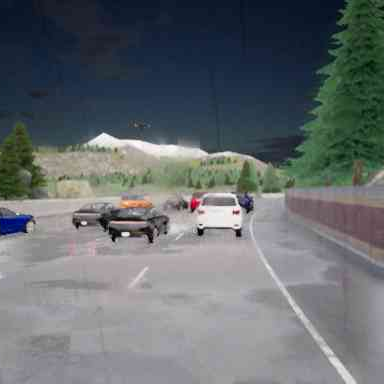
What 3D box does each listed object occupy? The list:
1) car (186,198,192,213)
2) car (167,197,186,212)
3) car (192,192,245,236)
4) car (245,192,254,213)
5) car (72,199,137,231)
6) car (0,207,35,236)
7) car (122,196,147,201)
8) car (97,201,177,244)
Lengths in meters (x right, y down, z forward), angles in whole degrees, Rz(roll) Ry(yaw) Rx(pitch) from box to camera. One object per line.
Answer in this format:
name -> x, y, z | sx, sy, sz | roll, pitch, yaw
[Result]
car -> 1.399, 1.014, 33.981 | 2.150, 2.045, 5.566 | 0, 0, 15
car -> -1.688, 1.309, 35.852 | 1.812, 1.442, 4.674 | 0, 0, 15
car -> 1.575, 1.111, 17.738 | 2.150, 2.045, 5.566 | 0, 0, 8
car -> 5.111, 1.013, 34.293 | 2.150, 2.045, 5.566 | 0, 0, 16
car -> -5.190, 1.370, 19.549 | 2.128, 1.511, 4.902 | 0, 0, 9
car -> -9.296, 1.379, 15.332 | 1.882, 1.535, 5.008 | 0, 0, 7
car -> -5.756, 1.145, 34.060 | 2.097, 1.767, 4.553 | 0, 1, 14
car -> -2.265, 1.398, 15.267 | 2.128, 1.511, 4.902 | 0, 0, 7
